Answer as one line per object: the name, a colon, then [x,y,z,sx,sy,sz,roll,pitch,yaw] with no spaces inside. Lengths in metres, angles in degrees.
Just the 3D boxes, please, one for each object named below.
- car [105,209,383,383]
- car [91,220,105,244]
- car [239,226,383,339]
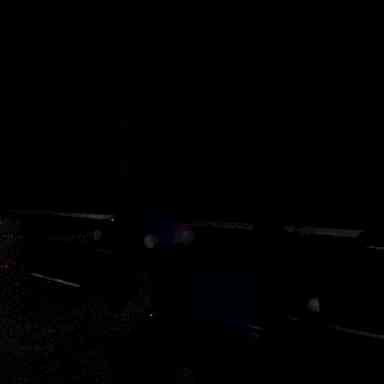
car: [2.066,1.223,2.517,5.566,2.045,2.150,0,0,36]
car: [-2.225,1.483,14.178,5.008,1.535,1.882,0,0,35]
car: [3.350,1.526,5.902,4.674,1.442,1.812,0,0,36]
